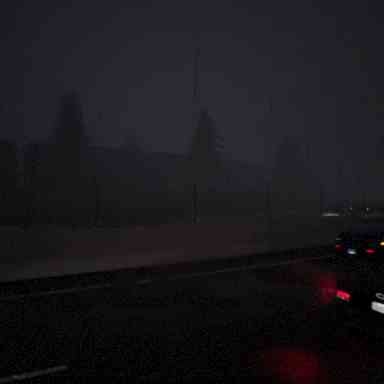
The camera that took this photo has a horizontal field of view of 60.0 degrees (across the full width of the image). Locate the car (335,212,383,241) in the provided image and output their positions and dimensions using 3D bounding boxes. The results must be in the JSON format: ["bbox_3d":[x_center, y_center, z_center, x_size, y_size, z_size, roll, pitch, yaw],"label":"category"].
[{"bbox_3d":[6.548,1.522,10.693,4.674,1.442,1.812,0,0,-31],"label":"car"}]

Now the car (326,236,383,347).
[{"bbox_3d":[4.636,1.544,5.479,5.357,1.411,2.033,0,0,-29],"label":"car"}]

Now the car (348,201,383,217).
[{"bbox_3d":[16.823,1.589,31.837,4.718,1.301,1.895,0,0,-44],"label":"car"}]
